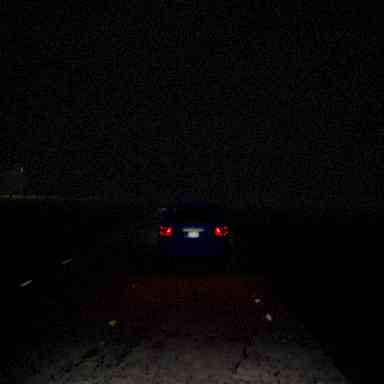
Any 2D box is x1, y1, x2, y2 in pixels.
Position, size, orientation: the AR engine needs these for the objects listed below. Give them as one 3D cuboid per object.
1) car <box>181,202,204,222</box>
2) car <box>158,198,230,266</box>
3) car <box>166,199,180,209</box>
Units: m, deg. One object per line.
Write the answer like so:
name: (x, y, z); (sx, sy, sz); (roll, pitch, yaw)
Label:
car: (0.066, 1.658, 28.919); (1.812, 1.442, 4.674); (0, 0, 0)
car: (0.061, 1.266, 11.857); (2.150, 2.045, 5.566); (0, 0, 0)
car: (-2.837, 1.766, 50.773); (1.837, 1.490, 4.892); (0, -1, 0)
